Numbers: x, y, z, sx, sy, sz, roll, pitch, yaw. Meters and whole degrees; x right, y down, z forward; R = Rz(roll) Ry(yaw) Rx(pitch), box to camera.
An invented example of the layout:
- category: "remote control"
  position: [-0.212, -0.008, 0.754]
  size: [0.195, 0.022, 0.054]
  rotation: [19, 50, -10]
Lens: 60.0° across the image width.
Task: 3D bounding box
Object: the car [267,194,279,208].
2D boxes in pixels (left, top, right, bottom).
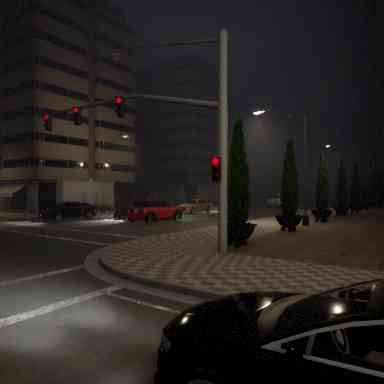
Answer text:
- category: "car"
  position: [12.455, 1.276, 47.133]
  size: [2.150, 2.045, 5.566]
  rotation: [0, 0, 35]

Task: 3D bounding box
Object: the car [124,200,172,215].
- category: "car"
  position: [-4.593, 1.603, 35.470]
  size: [2.033, 1.411, 5.357]
  rotation: [0, 0, 35]

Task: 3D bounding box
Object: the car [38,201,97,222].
- category: "car"
  position: [-10.212, 1.560, 27.513]
  size: [1.837, 1.490, 4.892]
  rotation: [0, 0, 35]

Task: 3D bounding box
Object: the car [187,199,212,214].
- category: "car"
  position: [0.311, 1.533, 36.346]
  size: [1.882, 1.535, 5.008]
  rotation: [0, 0, 35]

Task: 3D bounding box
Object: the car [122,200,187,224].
- category: "car"
  position: [-2.794, 1.407, 25.640]
  size: [2.097, 1.767, 4.553]
  rotation: [0, 0, 36]

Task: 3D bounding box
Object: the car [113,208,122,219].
- category: "car"
  position: [-4.837, 1.619, 29.058]
  size: [1.994, 1.385, 4.181]
  rotation: [0, 0, 35]

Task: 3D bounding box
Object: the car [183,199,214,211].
- category: "car"
  position: [0.856, 1.619, 43.161]
  size: [1.994, 1.385, 4.181]
  rotation: [0, 0, 36]

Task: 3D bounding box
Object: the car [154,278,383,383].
- category: "car"
  position: [1.853, 1.492, 2.652]
  size: [4.902, 1.511, 2.128]
  rotation: [0, 0, 36]
